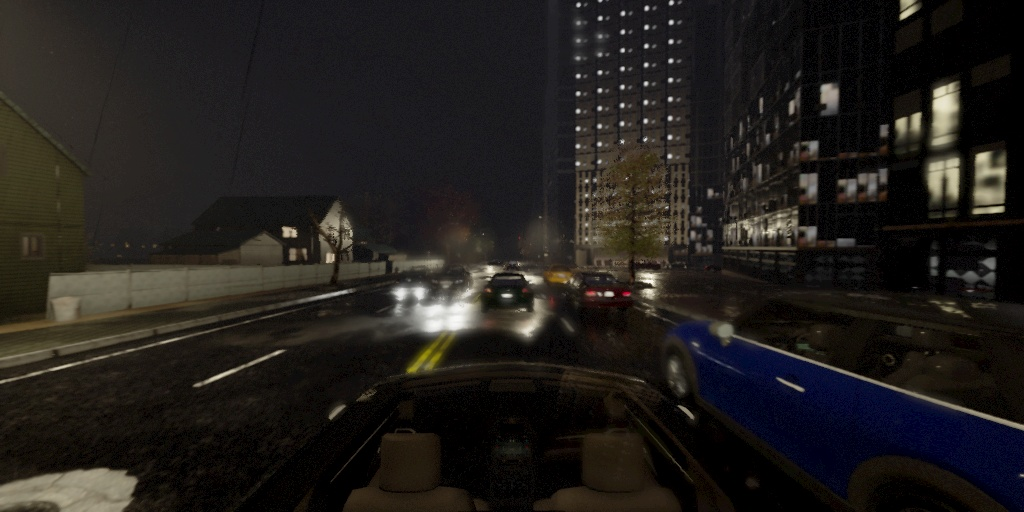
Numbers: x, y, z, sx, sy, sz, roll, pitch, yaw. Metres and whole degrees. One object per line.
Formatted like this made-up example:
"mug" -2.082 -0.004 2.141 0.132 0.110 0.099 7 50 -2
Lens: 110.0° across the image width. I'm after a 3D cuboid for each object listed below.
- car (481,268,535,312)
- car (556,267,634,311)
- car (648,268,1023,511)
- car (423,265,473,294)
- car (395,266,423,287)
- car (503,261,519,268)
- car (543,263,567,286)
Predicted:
"car" -0.133 1.346 14.375 1.994 1.385 4.181 0 0 1
"car" 3.252 1.330 14.493 2.033 1.411 5.357 0 0 0
"car" 3.252 1.107 3.459 2.097 1.767 4.553 0 0 0
"car" -3.344 1.290 20.632 2.128 1.511 4.902 0 0 0
"car" -6.593 1.375 24.973 1.994 1.385 4.181 0 0 0
"car" 0.084 1.460 54.932 2.033 1.411 5.357 0 0 0
"car" 3.253 1.269 25.687 1.801 1.575 5.366 0 0 0
